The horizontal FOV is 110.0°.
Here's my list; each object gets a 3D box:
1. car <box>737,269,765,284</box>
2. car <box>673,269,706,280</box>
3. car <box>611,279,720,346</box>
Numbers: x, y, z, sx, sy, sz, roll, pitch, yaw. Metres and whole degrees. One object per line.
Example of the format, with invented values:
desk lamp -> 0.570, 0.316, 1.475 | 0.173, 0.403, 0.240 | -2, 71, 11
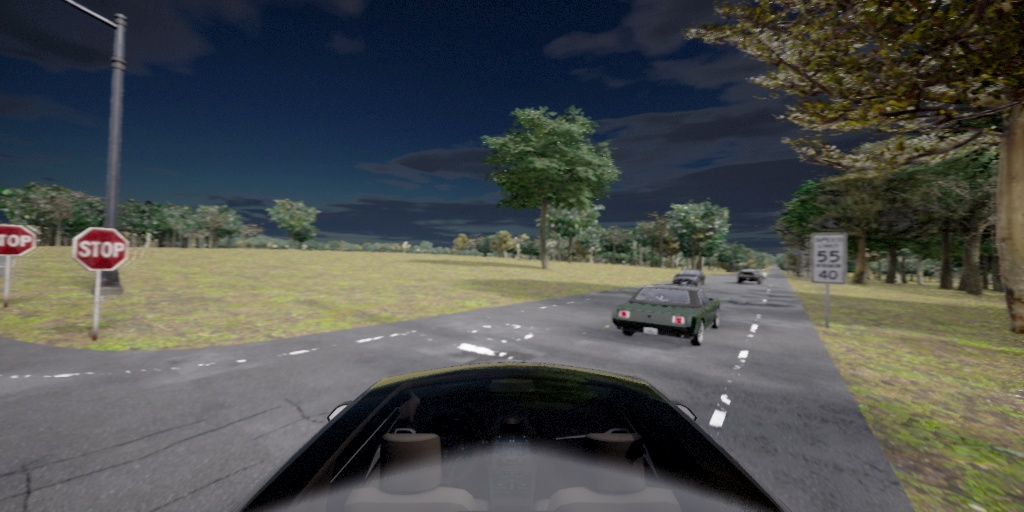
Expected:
car -> 23.666, 1.992, 35.649 | 1.837, 1.490, 4.892 | 1, -1, 37
car -> 15.028, 1.799, 30.157 | 2.033, 1.411, 5.357 | 1, 0, 37
car -> 4.518, 1.478, 10.025 | 1.895, 1.301, 4.718 | 1, 0, 37
